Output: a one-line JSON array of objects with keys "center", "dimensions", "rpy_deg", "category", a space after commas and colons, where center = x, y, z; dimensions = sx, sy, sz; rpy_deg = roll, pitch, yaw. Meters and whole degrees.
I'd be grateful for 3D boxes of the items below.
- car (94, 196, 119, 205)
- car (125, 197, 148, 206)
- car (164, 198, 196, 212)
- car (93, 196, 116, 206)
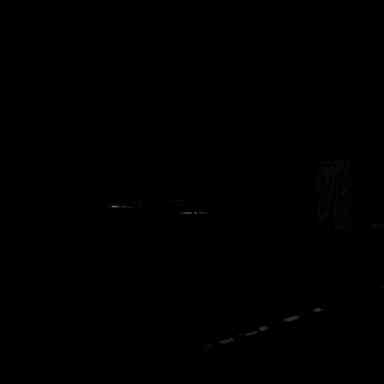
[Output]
[{"center": [-15.140, 1.447, 58.731], "dimensions": [2.128, 1.511, 4.902], "rpy_deg": [1, -1, -41], "category": "car"}, {"center": [-8.479, 1.491, 50.904], "dimensions": [1.812, 1.442, 4.674], "rpy_deg": [1, -1, -39], "category": "car"}, {"center": [-1.438, 1.465, 37.547], "dimensions": [1.812, 1.442, 4.674], "rpy_deg": [1, -1, -38], "category": "car"}, {"center": [-13.962, 1.519, 53.120], "dimensions": [1.895, 1.301, 4.718], "rpy_deg": [1, -1, -40], "category": "car"}]
